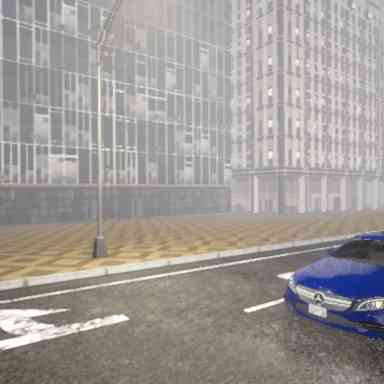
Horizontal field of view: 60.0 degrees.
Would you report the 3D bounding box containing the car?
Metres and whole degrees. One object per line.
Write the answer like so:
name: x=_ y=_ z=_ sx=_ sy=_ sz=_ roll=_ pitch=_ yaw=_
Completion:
car: x=3.785 y=1.529 z=6.374 sx=4.674 sy=1.442 sz=1.812 roll=0 pitch=0 yaw=-36
